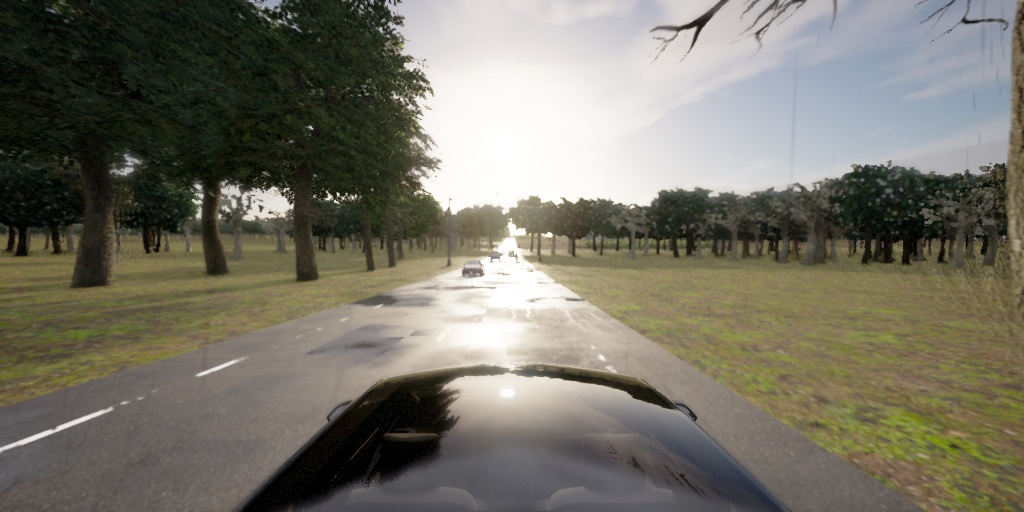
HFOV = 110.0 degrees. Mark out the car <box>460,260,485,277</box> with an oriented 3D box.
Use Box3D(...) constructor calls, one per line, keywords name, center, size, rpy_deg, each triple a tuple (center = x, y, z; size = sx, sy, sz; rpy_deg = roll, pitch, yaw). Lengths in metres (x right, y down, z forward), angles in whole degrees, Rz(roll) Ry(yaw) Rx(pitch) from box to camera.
Box3D(name="car", center=(-3.595, 1.120, 33.951), size=(1.812, 1.442, 4.674), rpy_deg=(0, 0, 0))
